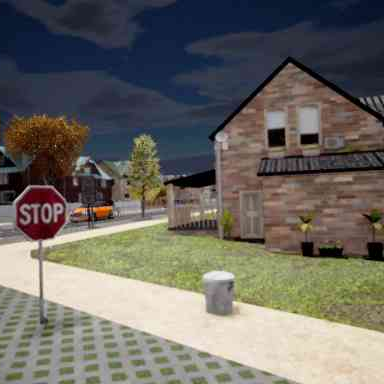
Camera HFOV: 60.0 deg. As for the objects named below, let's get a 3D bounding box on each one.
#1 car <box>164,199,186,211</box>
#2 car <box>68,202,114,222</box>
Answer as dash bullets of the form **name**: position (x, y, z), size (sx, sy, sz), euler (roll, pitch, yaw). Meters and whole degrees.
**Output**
- **car**: position (-2.517, 1.869, 49.709), size (2.097, 1.767, 4.553), euler (-2, -1, 17)
- **car**: position (-8.836, 1.645, 29.273), size (2.097, 1.767, 4.553), euler (-2, -1, 17)
